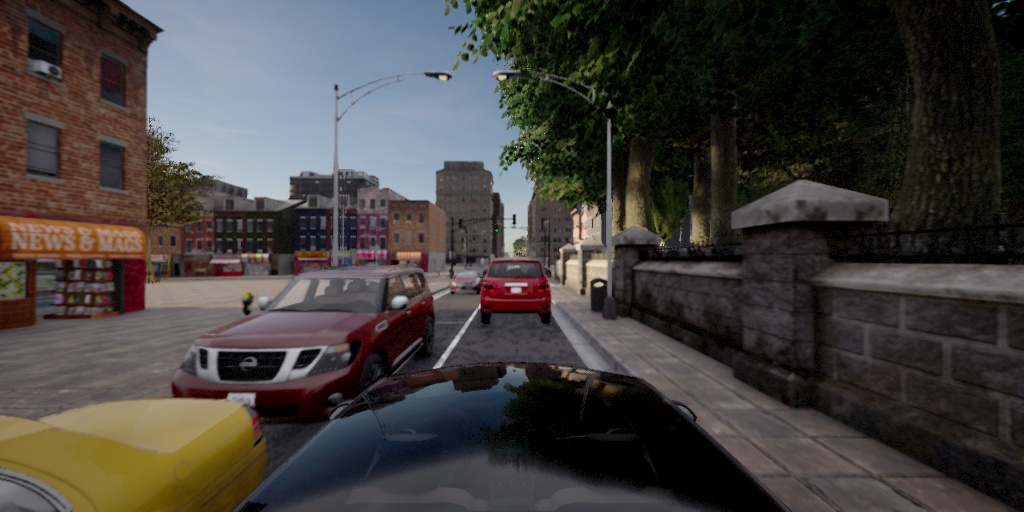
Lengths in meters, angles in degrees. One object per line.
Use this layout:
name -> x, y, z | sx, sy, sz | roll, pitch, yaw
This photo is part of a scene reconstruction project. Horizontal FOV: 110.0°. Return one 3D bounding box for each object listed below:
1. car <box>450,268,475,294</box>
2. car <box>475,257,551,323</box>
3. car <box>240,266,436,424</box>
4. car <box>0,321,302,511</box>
car -> -2.602, 1.511, 21.546 | 1.802, 1.307, 4.207 | 0, 0, 0
car -> 0.117, 1.072, 12.760 | 2.150, 2.045, 5.566 | 0, 0, 0
car -> -2.636, 1.103, 6.009 | 2.192, 1.841, 5.009 | 0, 0, 0
car -> -2.648, 1.267, 0.568 | 1.751, 1.417, 4.829 | 0, 0, 0
